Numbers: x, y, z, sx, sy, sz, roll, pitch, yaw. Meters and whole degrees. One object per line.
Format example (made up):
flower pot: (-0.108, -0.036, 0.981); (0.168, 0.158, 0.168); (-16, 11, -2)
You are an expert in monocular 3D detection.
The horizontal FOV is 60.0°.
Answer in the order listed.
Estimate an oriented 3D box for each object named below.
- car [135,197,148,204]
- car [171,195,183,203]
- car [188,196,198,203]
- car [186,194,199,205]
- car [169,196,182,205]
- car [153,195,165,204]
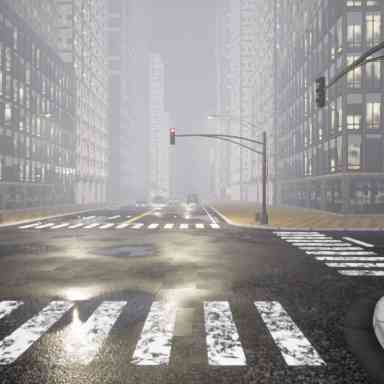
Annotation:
car: (-9.622, 1.663, 64.357); (2.033, 1.411, 5.357); (0, 0, 0)
car: (-3.110, 1.495, 70.178); (2.128, 1.511, 4.902); (0, 0, 0)
car: (0.141, 1.541, 70.588); (1.994, 1.385, 4.181); (0, 0, 0)
car: (0.120, 1.322, 60.201); (2.150, 2.045, 5.566); (0, 0, 0)
car: (-3.130, 1.702, 60.206); (1.895, 1.301, 4.718); (0, 0, 0)
car: (-6.372, 1.468, 64.382); (2.097, 1.767, 4.553); (0, 0, 0)
